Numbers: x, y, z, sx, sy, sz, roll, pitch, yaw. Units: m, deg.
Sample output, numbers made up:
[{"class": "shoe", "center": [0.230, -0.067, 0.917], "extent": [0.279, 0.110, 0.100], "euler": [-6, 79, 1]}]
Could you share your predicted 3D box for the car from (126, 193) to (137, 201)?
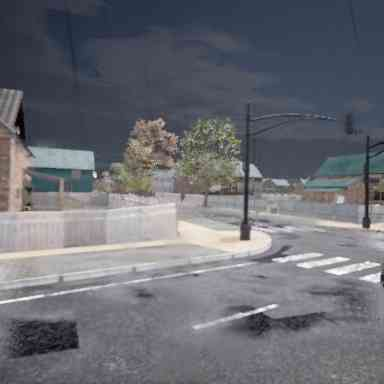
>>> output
[{"class": "car", "center": [-10.580, 0.892, 58.913], "extent": [1.812, 1.442, 4.674], "euler": [2, 0, -21]}]

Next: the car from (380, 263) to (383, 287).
[{"class": "car", "center": [6.459, 1.646, 8.068], "extent": [4.674, 1.442, 1.812], "euler": [1, -1, -35]}]
